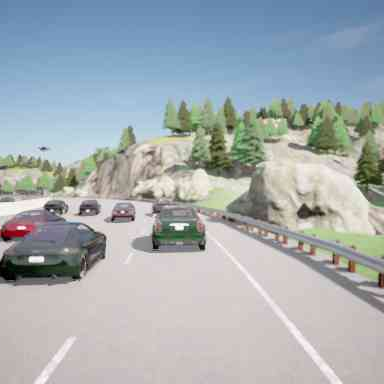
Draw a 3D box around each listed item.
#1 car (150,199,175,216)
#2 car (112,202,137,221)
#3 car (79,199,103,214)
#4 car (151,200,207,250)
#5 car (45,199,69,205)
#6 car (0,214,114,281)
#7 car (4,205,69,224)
[{"bbox_3d":[-3.038,1.497,33.227,2.128,1.511,4.902,0,0,-10],"label":"car"},{"bbox_3d":[-5.584,1.558,27.397,2.033,1.411,5.357,0,0,-9],"label":"car"},{"bbox_3d":[-10.249,1.524,33.782,1.837,1.490,4.892,0,0,-10],"label":"car"},{"bbox_3d":[-0.627,1.353,14.481,2.097,1.767,4.553,0,0,-4],"label":"car"},{"bbox_3d":[-13.855,1.531,34.011,1.837,1.490,4.892,0,0,-11],"label":"car"},{"bbox_3d":[-3.813,1.571,9.914,1.994,1.385,4.181,0,0,-3],"label":"car"},{"bbox_3d":[-7.870,1.579,16.966,1.994,1.385,4.181,0,0,-5],"label":"car"}]
